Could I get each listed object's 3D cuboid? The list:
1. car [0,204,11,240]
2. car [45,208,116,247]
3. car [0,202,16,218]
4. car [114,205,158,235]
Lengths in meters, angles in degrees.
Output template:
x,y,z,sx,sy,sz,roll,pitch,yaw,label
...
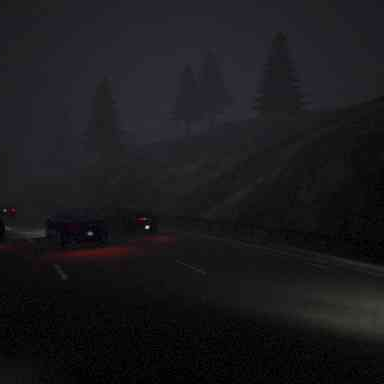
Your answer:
x,y,z,sx,sy,sz,roll,pitch,yaw,label
-10.334,1.498,16.123,1.837,1.490,4.892,0,0,-37,car
-5.345,1.473,15.142,1.882,1.535,5.008,0,0,-33,car
-16.794,1.536,28.262,5.357,1.411,2.033,0,0,42,car
-3.683,1.502,18.825,1.837,1.490,4.892,0,0,-36,car
